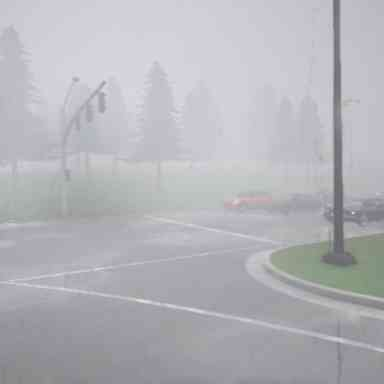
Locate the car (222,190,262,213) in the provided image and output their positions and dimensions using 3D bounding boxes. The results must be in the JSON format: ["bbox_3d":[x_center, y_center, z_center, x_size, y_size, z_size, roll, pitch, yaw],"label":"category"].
[{"bbox_3d":[4.656,0.666,27.268,4.553,1.767,2.097,-2,1,-29],"label":"car"}]

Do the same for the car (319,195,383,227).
[{"bbox_3d":[9.337,1.031,17.863,4.718,1.301,1.895,-2,1,-29],"label":"car"}]

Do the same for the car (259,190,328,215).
[{"bbox_3d":[7.616,0.835,24.923,4.674,1.442,1.812,-2,1,-29],"label":"car"}]

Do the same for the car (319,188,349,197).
[{"bbox_3d":[12.954,0.410,31.961,4.553,1.767,2.097,-2,1,-29],"label":"car"}]

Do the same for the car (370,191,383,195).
[{"bbox_3d":[17.526,0.569,30.526,4.181,1.385,1.994,-2,1,-29],"label":"car"}]
